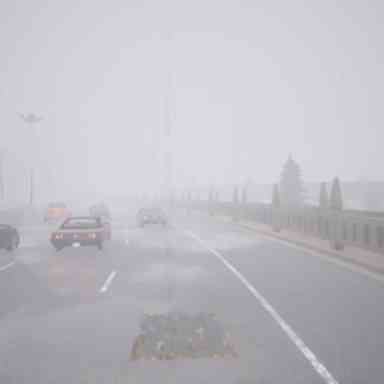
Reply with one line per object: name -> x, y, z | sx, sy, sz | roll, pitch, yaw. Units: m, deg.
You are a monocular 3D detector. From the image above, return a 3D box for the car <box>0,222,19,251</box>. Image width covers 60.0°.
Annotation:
car -> -7.889, 1.620, 11.897 | 2.128, 1.511, 4.902 | 0, 0, -7

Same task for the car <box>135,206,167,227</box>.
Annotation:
car -> -3.050, 1.739, 24.339 | 2.033, 1.411, 5.357 | 0, 0, -14

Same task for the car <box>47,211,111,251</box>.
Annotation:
car -> -4.736, 1.735, 14.870 | 1.895, 1.301, 4.718 | 0, 0, -8

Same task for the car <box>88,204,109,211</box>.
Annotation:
car -> -9.174, 1.840, 32.731 | 2.033, 1.411, 5.357 | 0, 0, -19

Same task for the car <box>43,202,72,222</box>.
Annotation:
car -> -11.967, 1.644, 29.851 | 2.097, 1.767, 4.553 | 0, 0, -17
